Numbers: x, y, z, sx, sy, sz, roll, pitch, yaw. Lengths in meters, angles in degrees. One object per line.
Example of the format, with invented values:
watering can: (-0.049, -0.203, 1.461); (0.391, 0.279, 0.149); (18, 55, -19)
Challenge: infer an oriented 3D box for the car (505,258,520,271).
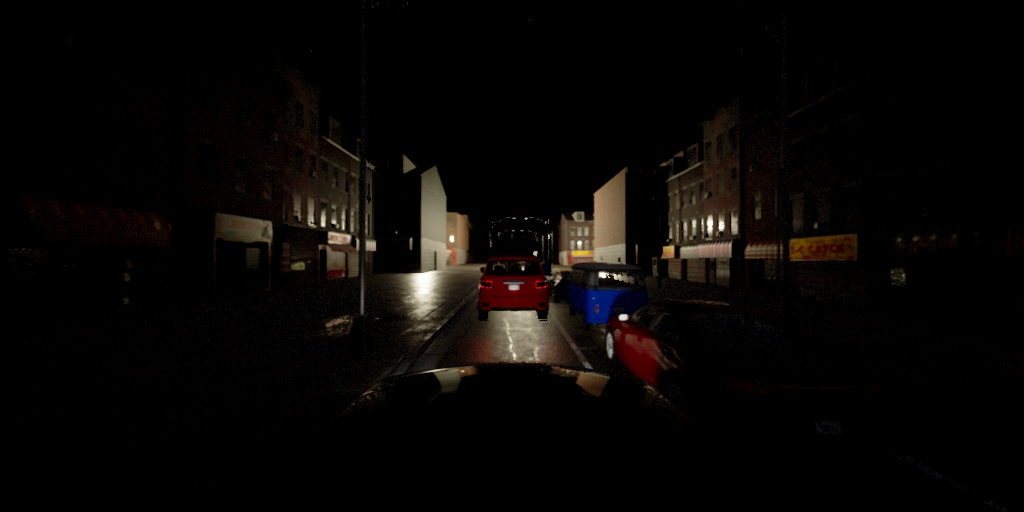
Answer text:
car: (0.083, 1.156, 50.810); (2.097, 1.767, 4.553); (0, 0, 0)

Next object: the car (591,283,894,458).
car: (2.638, 1.297, 5.224); (1.888, 1.381, 4.507); (0, 0, 0)

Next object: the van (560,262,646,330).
van: (2.638, 1.095, 10.765); (1.690, 1.789, 3.998); (0, 0, 0)

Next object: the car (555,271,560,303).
car: (2.638, 1.324, 16.305); (1.948, 1.339, 4.313); (0, 0, 0)

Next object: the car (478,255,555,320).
car: (0.027, 0.977, 12.735); (2.150, 2.045, 5.566); (0, 0, -1)
